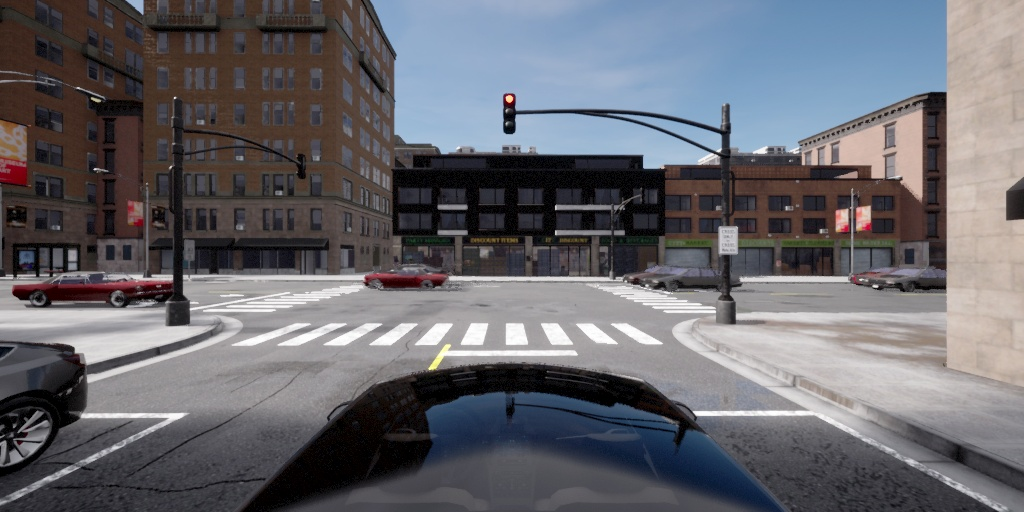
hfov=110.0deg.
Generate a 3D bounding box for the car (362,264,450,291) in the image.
[{"bbox_3d":[-6.146,1.328,21.028,4.718,1.301,1.895,0,0,-1],"label":"car"}]

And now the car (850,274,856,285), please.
[{"bbox_3d":[25.958,1.456,24.712,4.181,1.385,1.994,0,0,-3],"label":"car"}]

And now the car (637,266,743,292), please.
[{"bbox_3d":[10.578,1.358,21.140,5.357,1.411,2.033,0,0,-3],"label":"car"}]

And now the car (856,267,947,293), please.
[{"bbox_3d":[24.353,1.430,21.432,5.357,1.411,2.033,0,0,-1],"label":"car"}]

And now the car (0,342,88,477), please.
[{"bbox_3d":[-5.388,1.316,2.038,1.948,1.339,4.313,0,0,-1],"label":"car"}]

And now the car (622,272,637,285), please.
[{"bbox_3d":[10.425,1.358,24.500,5.357,1.411,2.033,0,0,-1],"label":"car"}]

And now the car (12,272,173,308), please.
[{"bbox_3d":[-16.204,1.280,14.193,4.718,1.301,1.895,0,0,-1],"label":"car"}]
